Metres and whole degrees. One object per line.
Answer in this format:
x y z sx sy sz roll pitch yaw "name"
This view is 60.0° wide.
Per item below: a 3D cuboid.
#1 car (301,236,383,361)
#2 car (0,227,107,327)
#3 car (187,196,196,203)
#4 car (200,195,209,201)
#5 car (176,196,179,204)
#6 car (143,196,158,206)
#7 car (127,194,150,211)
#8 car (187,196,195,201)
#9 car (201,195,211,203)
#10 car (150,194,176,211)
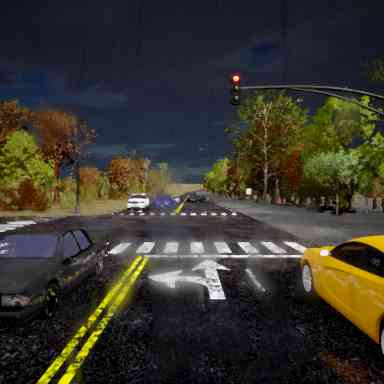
3.349 1.444 5.406 1.882 1.535 5.008 0 1 0 "car"
-3.371 1.546 7.551 2.033 1.411 5.357 0 0 0 "car"
-0.138 1.566 72.155 1.994 1.385 4.181 0 0 0 "car"
3.046 1.458 81.641 2.033 1.411 5.357 0 0 0 "car"
-3.475 1.604 51.577 1.895 1.301 4.718 0 0 0 "car"
-6.729 1.482 54.291 1.882 1.535 5.008 0 0 0 "car"
-6.706 1.224 41.991 2.150 2.045 5.566 0 0 0 "car"
-0.204 1.606 81.977 1.895 1.301 4.718 0 0 0 "car"
3.094 1.504 71.486 2.128 1.511 4.902 0 0 0 "car"
-3.453 1.223 41.008 2.150 2.045 5.566 0 0 -1 "car"
